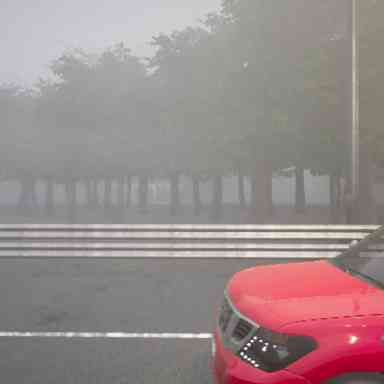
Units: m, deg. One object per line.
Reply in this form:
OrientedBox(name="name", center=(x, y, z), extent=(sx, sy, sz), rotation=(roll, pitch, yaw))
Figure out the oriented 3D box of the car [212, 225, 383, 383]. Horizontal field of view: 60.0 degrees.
OrientedBox(name="car", center=(2.992, 1.223, 3.381), extent=(5.566, 2.045, 2.150), rotation=(0, 0, 1))
